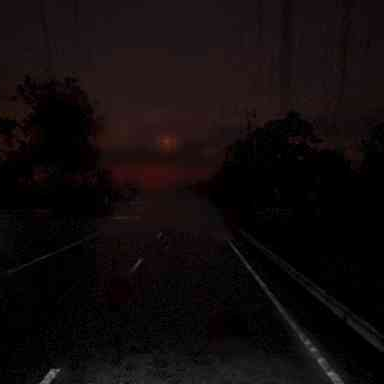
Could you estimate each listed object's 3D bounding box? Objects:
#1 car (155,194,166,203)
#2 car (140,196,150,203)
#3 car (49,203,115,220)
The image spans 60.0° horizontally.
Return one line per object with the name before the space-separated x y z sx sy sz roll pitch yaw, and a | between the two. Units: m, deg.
car | -7.185 1.417 76.546 2.150 2.045 5.566 0 0 -1
car | -10.679 1.716 76.336 1.812 1.442 4.674 0 0 -1
car | -9.573 1.656 29.212 5.357 1.411 2.033 0 0 -3
